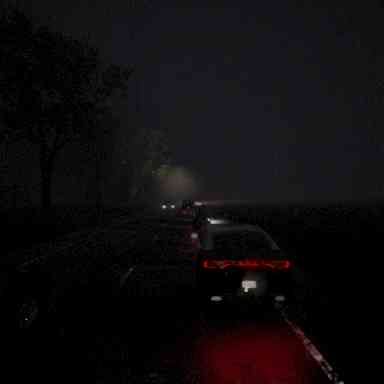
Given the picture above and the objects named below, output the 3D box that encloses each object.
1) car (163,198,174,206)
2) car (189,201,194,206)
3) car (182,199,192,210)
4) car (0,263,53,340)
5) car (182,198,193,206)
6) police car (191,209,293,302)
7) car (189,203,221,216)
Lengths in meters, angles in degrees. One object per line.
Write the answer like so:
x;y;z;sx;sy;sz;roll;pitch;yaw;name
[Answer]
-4.374;1.807;62.585;1.882;1.535;5.008;0;0;-1;car
0.877;1.645;24.456;1.812;1.442;4.674;0;0;-1;car
-0.486;1.840;46.748;1.895;1.301;4.718;0;0;-1;car
-3.524;1.620;4.030;1.895;1.301;4.718;0;0;0;car
-0.831;1.888;61.714;1.994;1.385;4.181;0;0;-1;car
1.014;1.465;8.551;1.930;1.638;5.238;0;0;0;police car
0.939;1.593;18.451;1.837;1.490;4.892;0;0;-1;car
